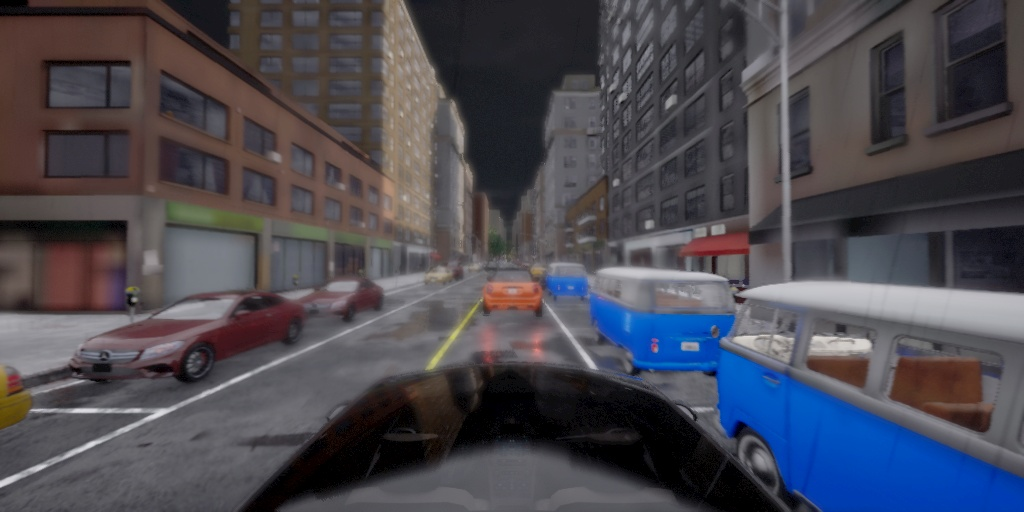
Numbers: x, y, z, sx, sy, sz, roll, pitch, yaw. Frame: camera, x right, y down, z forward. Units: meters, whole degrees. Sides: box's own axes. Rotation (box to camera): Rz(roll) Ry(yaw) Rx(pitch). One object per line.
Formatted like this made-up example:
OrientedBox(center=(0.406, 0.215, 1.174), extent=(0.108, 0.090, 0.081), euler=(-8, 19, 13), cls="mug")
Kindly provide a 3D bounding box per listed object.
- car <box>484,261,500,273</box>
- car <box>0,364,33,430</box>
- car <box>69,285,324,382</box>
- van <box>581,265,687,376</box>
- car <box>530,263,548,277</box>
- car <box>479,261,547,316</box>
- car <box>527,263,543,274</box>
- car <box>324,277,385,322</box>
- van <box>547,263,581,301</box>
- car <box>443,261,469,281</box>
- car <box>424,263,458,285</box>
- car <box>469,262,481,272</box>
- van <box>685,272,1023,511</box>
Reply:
OrientedBox(center=(-3.079, 1.632, 55.901), extent=(2.097, 1.767, 4.553), euler=(0, -1, 0), cls="car")
OrientedBox(center=(-5.857, 1.275, 1.549), extent=(1.751, 1.417, 4.829), euler=(0, 0, 0), cls="car")
OrientedBox(center=(-5.858, 1.383, 7.212), extent=(1.802, 1.307, 4.207), euler=(0, 0, 0), cls="car")
OrientedBox(center=(2.675, 1.142, 7.237), extent=(1.690, 1.789, 3.998), euler=(0, 0, 0), cls="van")
OrientedBox(center=(3.144, 1.603, 42.968), extent=(1.801, 1.575, 5.366), euler=(0, -1, 0), cls="car")
OrientedBox(center=(0.041, 1.218, 14.156), extent=(2.097, 1.767, 4.553), euler=(0, -1, 0), cls="car")
OrientedBox(center=(3.138, 1.719, 49.776), extent=(1.837, 1.490, 4.892), euler=(0, -1, 0), cls="car")
OrientedBox(center=(-5.858, 1.434, 12.704), extent=(1.802, 1.307, 4.207), euler=(0, 0, 0), cls="car")
OrientedBox(center=(2.672, 1.245, 18.219), extent=(1.690, 1.789, 3.998), euler=(0, 0, 0), cls="van")
OrientedBox(center=(-5.862, 1.377, 34.675), extent=(2.192, 1.841, 5.009), euler=(0, 0, 0), cls="car")
OrientedBox(center=(-5.861, 1.535, 29.013), extent=(1.751, 1.417, 4.829), euler=(0, 0, 0), cls="car")
OrientedBox(center=(-5.866, 1.812, 56.476), extent=(1.751, 1.417, 4.829), euler=(0, 0, 0), cls="car")
OrientedBox(center=(2.676, 1.091, 1.746), extent=(1.690, 1.789, 3.998), euler=(0, 0, 0), cls="van")
